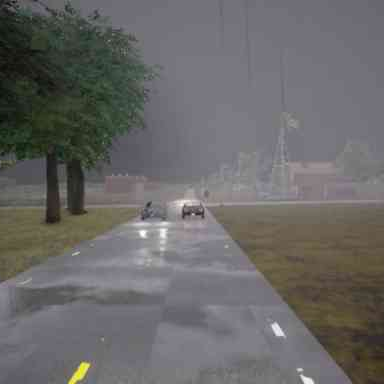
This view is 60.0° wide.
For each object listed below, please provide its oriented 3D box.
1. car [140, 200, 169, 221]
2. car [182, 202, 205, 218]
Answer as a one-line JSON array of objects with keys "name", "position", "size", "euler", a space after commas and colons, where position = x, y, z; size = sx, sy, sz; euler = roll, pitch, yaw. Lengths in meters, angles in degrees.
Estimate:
[{"name": "car", "position": [-2.815, 1.412, 26.006], "size": [1.837, 1.490, 4.892], "euler": [0, 0, 0]}, {"name": "car", "position": [0.098, 1.499, 28.835], "size": [1.895, 1.301, 4.718], "euler": [0, 0, 0]}]
